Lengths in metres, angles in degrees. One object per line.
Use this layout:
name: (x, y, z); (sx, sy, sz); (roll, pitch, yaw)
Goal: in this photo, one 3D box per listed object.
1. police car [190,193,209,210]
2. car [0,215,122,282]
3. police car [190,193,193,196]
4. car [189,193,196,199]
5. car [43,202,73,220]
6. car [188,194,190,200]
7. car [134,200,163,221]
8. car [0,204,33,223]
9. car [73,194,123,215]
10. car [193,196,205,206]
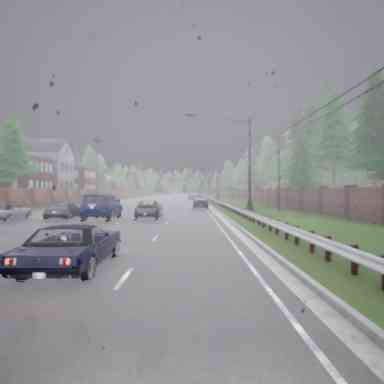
police car: (1.053, 1.305, 41.345); (1.930, 1.638, 5.238); (0, 0, 0)
car: (-3.402, 1.573, 9.641); (1.895, 1.301, 4.718); (0, 0, 0)
police car: (1.055, 1.258, 57.345); (1.930, 1.638, 5.238); (0, 0, 0)
car: (0.009, 1.091, 91.975); (1.882, 1.535, 5.008); (0, 0, 0)
car: (-10.401, 1.485, 27.089); (1.994, 1.385, 4.181); (0, 0, 0)
car: (0.007, 1.143, 76.917); (1.994, 1.385, 4.181); (0, 0, 0)
car: (-3.401, 1.414, 26.597); (2.128, 1.511, 4.902); (0, 0, 0)
car: (-13.879, 1.529, 24.984); (1.895, 1.301, 4.718); (0, 0, 0)
car: (-6.900, 1.147, 25.602); (2.150, 2.045, 5.566); (0, 0, 0)
car: (1.054, 1.356, 51.235); (1.837, 1.490, 4.892); (0, 0, 0)
